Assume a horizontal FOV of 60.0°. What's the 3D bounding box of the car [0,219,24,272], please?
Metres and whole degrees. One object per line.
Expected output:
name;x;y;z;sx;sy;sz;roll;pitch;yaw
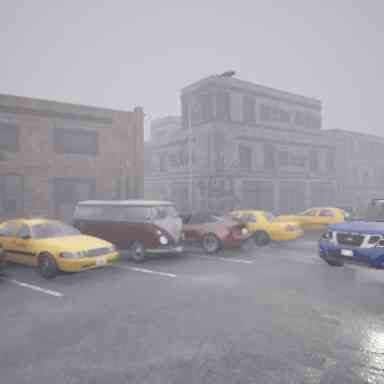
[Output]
car;-7.073;1.235;8.518;5.566;2.045;2.435;-1;-1;34

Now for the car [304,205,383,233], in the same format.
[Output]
car;9.658;1.571;20.419;4.792;1.488;2.163;-1;-1;35

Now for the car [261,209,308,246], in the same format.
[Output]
car;2.310;1.516;15.453;5.366;1.575;1.946;-1;-1;35

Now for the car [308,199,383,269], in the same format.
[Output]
car;6.325;1.250;10.341;5.566;2.045;2.150;0;0;-35

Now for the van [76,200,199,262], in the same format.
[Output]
van;-2.218;1.273;11.883;4.442;1.987;1.878;-1;-1;34

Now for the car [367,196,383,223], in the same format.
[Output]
car;16.782;1.323;25.555;5.566;2.045;2.435;-1;-1;35

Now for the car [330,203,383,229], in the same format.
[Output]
car;12.030;1.552;22.134;4.892;1.521;2.231;-1;-1;35

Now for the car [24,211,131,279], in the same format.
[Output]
car;-4.552;1.487;10.134;5.366;1.575;1.946;-1;-1;34

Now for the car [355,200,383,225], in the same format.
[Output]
car;14.395;1.436;23.867;4.553;1.767;2.185;-1;-1;35

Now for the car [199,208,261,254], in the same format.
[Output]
car;0.047;1.538;13.660;4.792;1.488;2.163;-1;-1;35

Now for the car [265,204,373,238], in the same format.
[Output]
car;7.089;1.531;18.847;5.366;1.575;1.946;-1;-1;35
